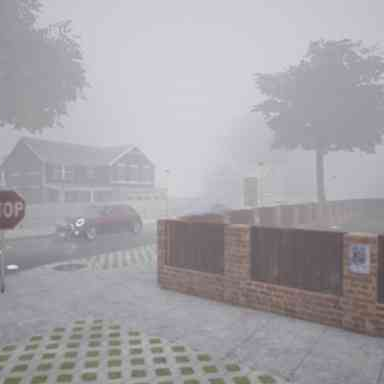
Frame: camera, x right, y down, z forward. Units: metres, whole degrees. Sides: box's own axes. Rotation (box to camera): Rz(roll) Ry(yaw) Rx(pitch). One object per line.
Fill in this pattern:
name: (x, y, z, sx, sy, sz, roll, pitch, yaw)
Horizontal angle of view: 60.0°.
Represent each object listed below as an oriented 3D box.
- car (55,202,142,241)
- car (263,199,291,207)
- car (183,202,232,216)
car: (-4.761, 1.427, 17.425, 2.097, 1.767, 4.553, 0, 0, 35)
car: (9.661, 1.606, 37.793, 1.882, 1.535, 5.008, 0, 0, 36)
car: (1.298, 1.574, 25.995, 1.882, 1.535, 5.008, 0, 0, 35)
